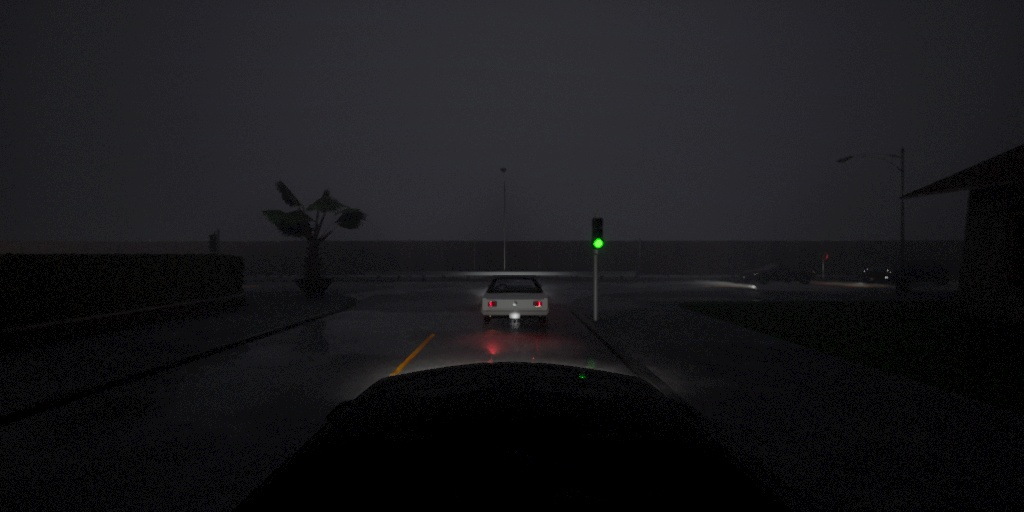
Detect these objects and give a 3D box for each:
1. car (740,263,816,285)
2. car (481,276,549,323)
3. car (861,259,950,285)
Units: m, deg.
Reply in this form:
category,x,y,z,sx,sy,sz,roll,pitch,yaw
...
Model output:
category,x,y,z,sx,sy,sz,roll,pitch,yaw
car,18.529,1.210,25.063,4.674,1.442,1.812,0,0,-1
car,0.085,1.322,11.920,1.895,1.301,4.718,0,0,0
car,27.407,1.037,25.092,4.553,1.767,2.097,0,0,0
